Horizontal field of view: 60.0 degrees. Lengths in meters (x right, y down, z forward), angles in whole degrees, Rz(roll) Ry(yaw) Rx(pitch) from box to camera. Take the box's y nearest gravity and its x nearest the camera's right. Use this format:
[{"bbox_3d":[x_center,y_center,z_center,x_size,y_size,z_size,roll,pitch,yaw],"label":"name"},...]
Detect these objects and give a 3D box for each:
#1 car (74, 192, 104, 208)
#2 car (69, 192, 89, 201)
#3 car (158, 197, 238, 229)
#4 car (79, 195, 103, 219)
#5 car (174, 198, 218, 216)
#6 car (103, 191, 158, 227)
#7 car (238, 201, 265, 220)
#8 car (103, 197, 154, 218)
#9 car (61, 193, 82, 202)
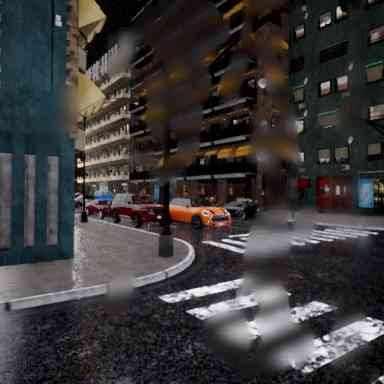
[{"bbox_3d":[-11.231,1.015,35.692,1.812,1.442,4.674,1,1,-36],"label":"car"},{"bbox_3d":[-19.324,0.765,56.750,1.887,1.381,4.507,2,0,-36],"label":"car"},{"bbox_3d":[0.249,1.124,19.866,2.097,1.767,4.553,1,1,-37],"label":"car"},{"bbox_3d":[-6.535,1.181,24.795,1.887,1.381,4.507,2,0,-36],"label":"car"},{"bbox_3d":[0.275,1.285,29.677,1.802,1.307,4.206,2,0,-36],"label":"car"},{"bbox_3d":[-3.262,1.032,20.283,2.192,1.841,5.009,2,0,-36],"label":"car"},{"bbox_3d":[3.542,1.350,25.165,1.947,1.339,4.313,2,0,-36],"label":"car"},{"bbox_3d":[-5.349,1.182,27.557,2.033,1.411,5.357,1,1,-36],"label":"car"},{"bbox_3d":[-18.695,0.831,51.431,1.994,1.385,4.181,1,0,-35],"label":"car"}]
